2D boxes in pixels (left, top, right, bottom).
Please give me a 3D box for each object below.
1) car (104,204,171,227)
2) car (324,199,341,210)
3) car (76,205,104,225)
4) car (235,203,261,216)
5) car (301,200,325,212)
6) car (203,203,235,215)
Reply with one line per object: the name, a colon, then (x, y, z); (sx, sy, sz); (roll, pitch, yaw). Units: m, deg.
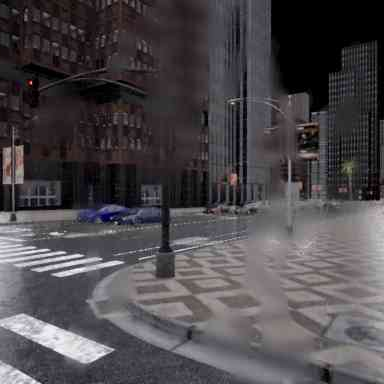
car: (-3.837, 1.846, 25.688); (2.033, 1.411, 5.357); (0, -1, 35)
car: (26.025, 2.508, 62.314); (1.837, 1.490, 4.892); (0, -1, 35)
car: (-6.940, 1.761, 26.918); (1.882, 1.535, 5.008); (0, -1, 35)
car: (6.853, 2.077, 40.923); (1.837, 1.490, 4.892); (0, -1, 35)
car: (18.550, 2.352, 51.665); (2.033, 1.411, 5.357); (0, -1, 35)
car: (3.141, 2.103, 41.291); (1.994, 1.385, 4.181); (0, -1, 35)
